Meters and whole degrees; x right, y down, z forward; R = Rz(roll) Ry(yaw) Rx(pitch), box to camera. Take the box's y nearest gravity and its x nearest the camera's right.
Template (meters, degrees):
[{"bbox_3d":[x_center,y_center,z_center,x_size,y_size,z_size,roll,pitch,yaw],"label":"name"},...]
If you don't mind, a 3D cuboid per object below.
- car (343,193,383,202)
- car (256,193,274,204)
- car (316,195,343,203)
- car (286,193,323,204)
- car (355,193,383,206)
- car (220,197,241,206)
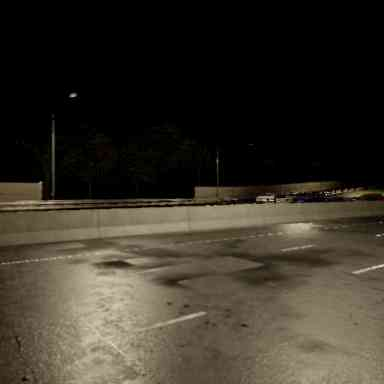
[{"bbox_3d":[20.864,1.346,40.308,4.553,1.767,2.097,0,0,-35],"label":"car"},{"bbox_3d":[14.672,1.216,66.393,2.150,2.045,5.566,0,1,34],"label":"car"},{"bbox_3d":[18.460,1.520,42.892,4.674,1.442,1.812,0,0,-35],"label":"car"},{"bbox_3d":[15.866,1.215,45.342,5.566,2.045,2.150,0,0,-35],"label":"car"},{"bbox_3d":[29.462,1.240,54.964,5.566,2.045,2.150,0,0,-35],"label":"car"},{"bbox_3d":[6.153,1.609,53.076,2.128,1.511,4.902,0,-1,31],"label":"car"}]
